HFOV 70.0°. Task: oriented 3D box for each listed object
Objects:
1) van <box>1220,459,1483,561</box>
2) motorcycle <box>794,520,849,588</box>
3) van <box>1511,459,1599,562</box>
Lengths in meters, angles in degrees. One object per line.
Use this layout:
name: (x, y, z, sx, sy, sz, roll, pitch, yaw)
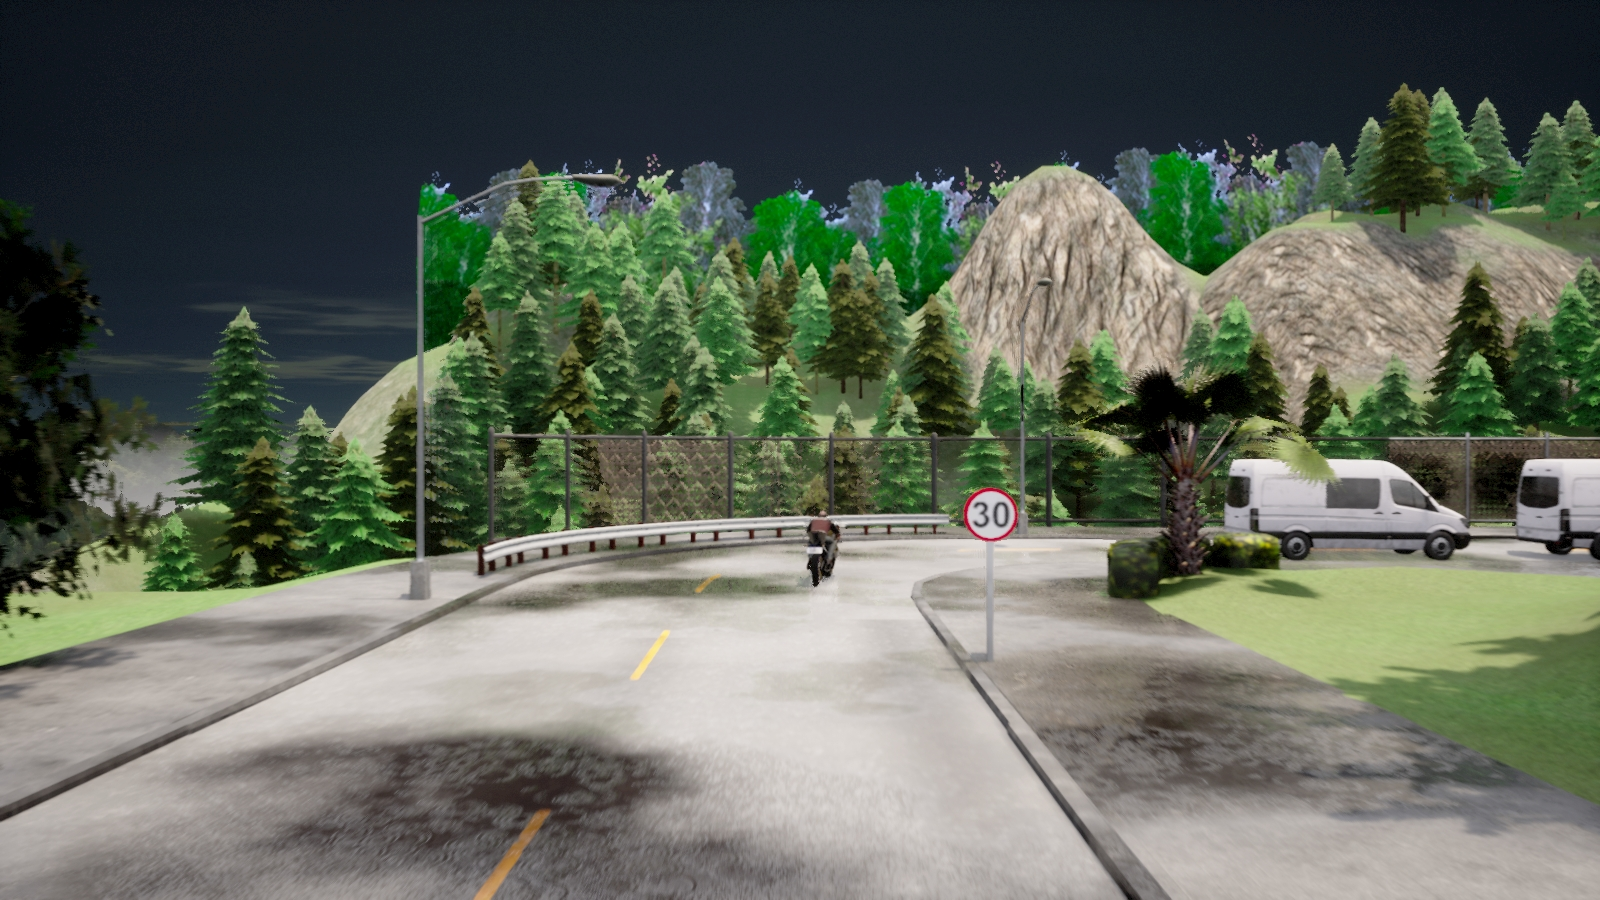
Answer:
van: (14.310, 1.523, 29.880, 5.915, 2.561, 1.988, 0, 0, 0)
motorcycle: (0.484, 2.197, 24.417, 0.867, 1.251, 2.209, 0, 0, 10)
van: (22.059, 1.523, 29.738, 5.915, 2.561, 1.988, 0, 0, -1)
